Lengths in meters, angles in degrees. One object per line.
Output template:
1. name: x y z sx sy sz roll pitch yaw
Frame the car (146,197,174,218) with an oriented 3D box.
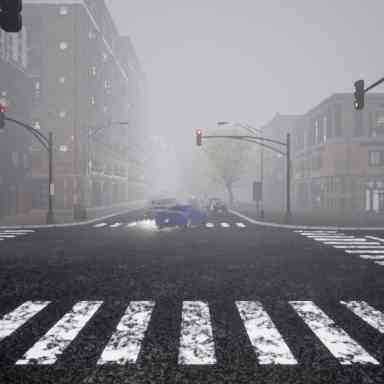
1. car: -3.104 1.516 30.840 2.128 1.511 4.902 0 0 0

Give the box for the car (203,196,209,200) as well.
1. car: 2.686 1.479 39.327 1.967 1.590 4.097 0 0 0

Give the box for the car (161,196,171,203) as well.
1. car: -5.698 1.663 73.508 2.008 1.369 4.403 0 0 0

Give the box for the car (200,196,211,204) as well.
1. car: 2.683 1.537 67.811 1.967 1.590 4.097 0 0 0

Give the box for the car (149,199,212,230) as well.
1. car: -0.575 1.489 21.207 1.882 1.535 5.008 1 0 21

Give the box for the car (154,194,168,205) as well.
1. car: -5.698 1.397 62.115 2.192 1.841 5.009 0 0 0

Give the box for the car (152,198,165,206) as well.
1. car: -5.697 1.651 56.418 1.802 1.307 4.206 0 0 0

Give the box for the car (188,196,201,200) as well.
1. car: 0.094 1.659 50.811 1.895 1.301 4.718 0 0 0

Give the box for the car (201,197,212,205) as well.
1. car: 2.683 1.633 62.114 2.008 1.369 4.403 0 0 0

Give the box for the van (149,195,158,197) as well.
1. van: -5.697 1.399 50.721 1.690 1.788 3.998 0 0 0

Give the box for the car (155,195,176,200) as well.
1. car: -3.097 1.518 40.288 1.882 1.535 5.008 0 0 0

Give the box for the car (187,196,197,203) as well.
1. car: 0.014 1.661 71.111 1.994 1.385 4.181 0 0 0

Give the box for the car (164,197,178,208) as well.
1. car: -3.091 1.583 50.386 1.812 1.442 4.674 0 0 0

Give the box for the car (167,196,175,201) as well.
1. car: -5.701 1.687 90.429 1.752 1.417 4.829 0 0 0

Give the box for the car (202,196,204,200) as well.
1. car: 2.685 1.488 45.023 1.967 1.590 4.097 0 0 0

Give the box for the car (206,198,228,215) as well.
1. car: 2.686 1.580 33.630 2.008 1.369 4.403 0 0 0
